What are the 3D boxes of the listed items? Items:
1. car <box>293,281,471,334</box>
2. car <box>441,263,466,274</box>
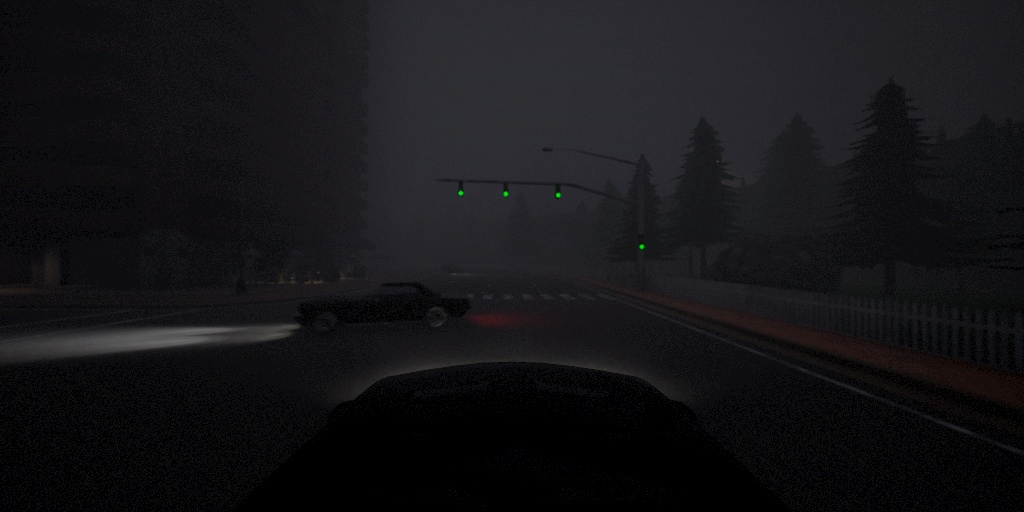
[{"bbox_3d":[-3.720,1.447,10.766,4.718,1.301,1.895,0,0,-17],"label":"car"},{"bbox_3d":[-8.333,1.735,50.877,1.882,1.535,5.008,1,0,-35],"label":"car"}]
